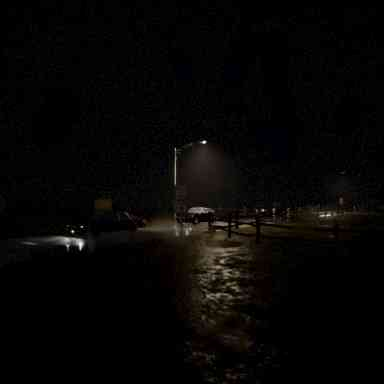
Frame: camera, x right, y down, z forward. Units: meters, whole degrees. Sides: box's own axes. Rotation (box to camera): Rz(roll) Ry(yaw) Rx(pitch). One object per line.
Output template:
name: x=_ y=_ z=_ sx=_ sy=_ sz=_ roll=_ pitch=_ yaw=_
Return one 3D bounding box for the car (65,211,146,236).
car: x=-5.291 y=1.936 z=21.230 sx=2.033 sy=1.411 sz=5.357 roll=-1 pitch=-2 yaw=35

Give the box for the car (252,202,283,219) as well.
car: x=9.634 y=2.231 z=42.121 sx=2.150 sy=2.045 sz=5.566 roll=-1 pitch=-2 yaw=36

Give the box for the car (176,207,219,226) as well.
car: x=0.564 y=2.117 z=29.438 sx=2.128 sy=1.511 sz=4.902 roll=-1 pitch=-2 yaw=35
